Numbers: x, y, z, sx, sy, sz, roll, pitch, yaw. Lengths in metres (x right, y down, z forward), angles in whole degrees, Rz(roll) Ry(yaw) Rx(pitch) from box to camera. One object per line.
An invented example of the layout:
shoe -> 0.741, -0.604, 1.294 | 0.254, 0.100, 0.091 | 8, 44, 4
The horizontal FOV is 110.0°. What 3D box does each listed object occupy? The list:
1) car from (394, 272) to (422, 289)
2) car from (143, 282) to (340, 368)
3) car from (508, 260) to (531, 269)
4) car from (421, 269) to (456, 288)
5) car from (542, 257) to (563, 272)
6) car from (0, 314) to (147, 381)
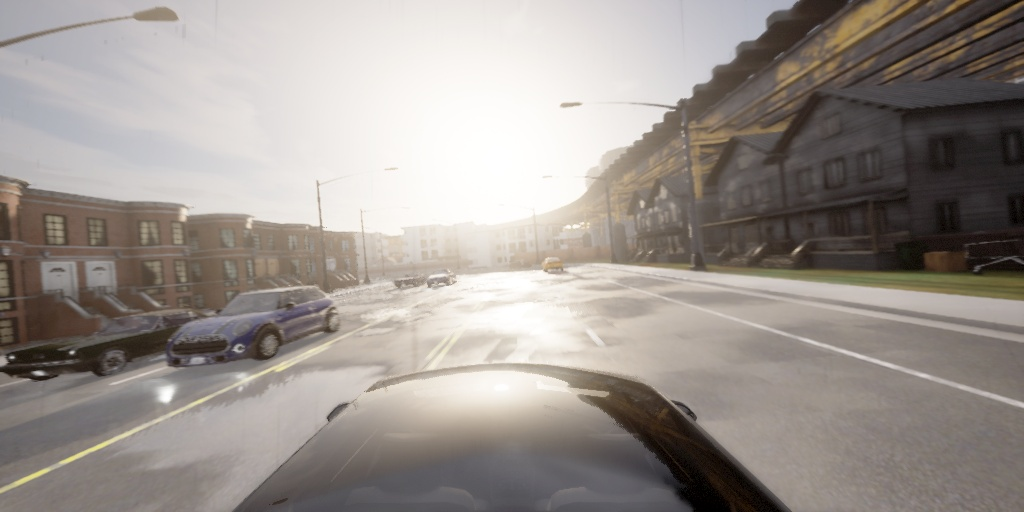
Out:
car -> -9.617, 2.268, 34.205 | 1.895, 1.301, 4.718 | -5, 0, 2
car -> -6.957, 1.734, 10.204 | 2.097, 1.767, 4.553 | -5, 0, 2
car -> 1.107, 1.302, 55.647 | 2.033, 1.411, 5.357 | -5, 0, -24
car -> -6.224, 1.886, 31.902 | 1.812, 1.442, 4.674 | -5, 0, 2
car -> 4.435, 0.905, 39.993 | 1.882, 1.535, 5.008 | -5, 0, -1
car -> -10.428, 2.291, 10.163 | 1.895, 1.301, 4.718 | -5, 0, 2
